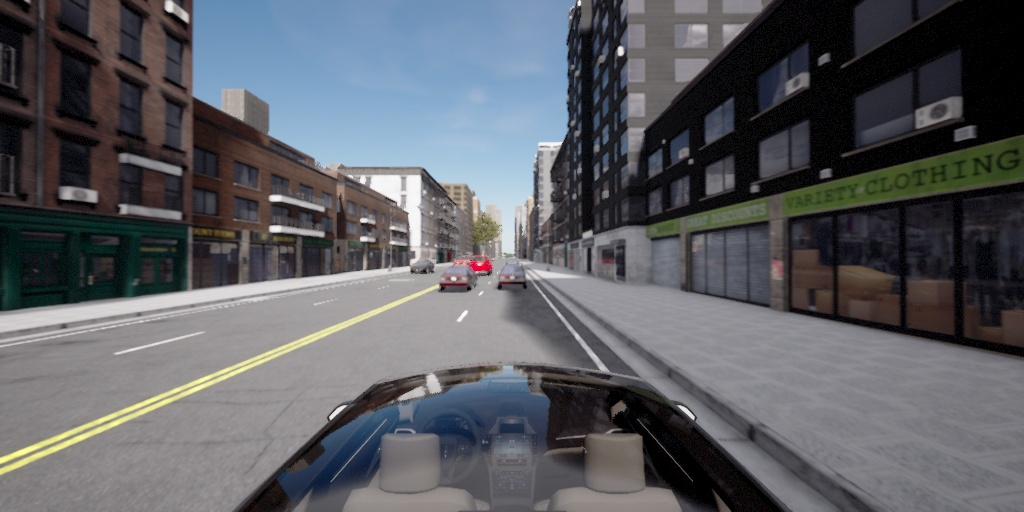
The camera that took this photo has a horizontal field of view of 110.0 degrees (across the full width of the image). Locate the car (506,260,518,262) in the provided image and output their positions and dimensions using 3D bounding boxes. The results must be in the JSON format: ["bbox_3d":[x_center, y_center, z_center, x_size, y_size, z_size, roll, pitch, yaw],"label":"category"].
[{"bbox_3d":[0.012,1.226,40.854,2.128,1.511,4.902,0,0,0],"label":"car"}]

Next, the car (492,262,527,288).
[{"bbox_3d":[0.032,1.292,23.365,2.033,1.411,5.357,0,0,0],"label":"car"}]

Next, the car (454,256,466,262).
[{"bbox_3d":[-6.622,0.965,49.385,2.150,2.045,5.566,0,0,0],"label":"car"}]

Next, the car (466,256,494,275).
[{"bbox_3d":[-3.239,0.964,38.702,2.150,2.045,5.566,0,0,0],"label":"car"}]

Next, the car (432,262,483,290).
[{"bbox_3d":[-3.213,1.298,22.227,2.033,1.411,5.357,0,0,0],"label":"car"}]

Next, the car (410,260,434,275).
[{"bbox_3d":[-9.905,1.228,39.953,1.882,1.535,5.008,0,0,0],"label":"car"}]
